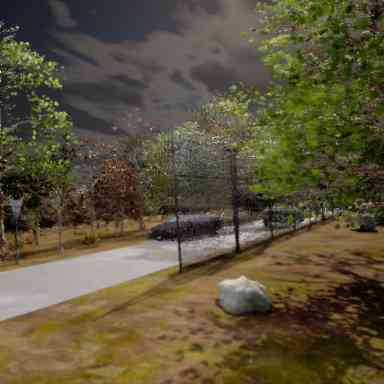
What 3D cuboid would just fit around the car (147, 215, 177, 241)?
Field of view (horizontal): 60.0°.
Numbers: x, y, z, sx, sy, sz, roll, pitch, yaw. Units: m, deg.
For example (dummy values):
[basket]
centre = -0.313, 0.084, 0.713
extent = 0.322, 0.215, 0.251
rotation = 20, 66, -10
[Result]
[car]
centre = -0.225, 1.914, 19.052
extent = 2.033, 1.411, 5.357
rotation = -5, -2, 33
